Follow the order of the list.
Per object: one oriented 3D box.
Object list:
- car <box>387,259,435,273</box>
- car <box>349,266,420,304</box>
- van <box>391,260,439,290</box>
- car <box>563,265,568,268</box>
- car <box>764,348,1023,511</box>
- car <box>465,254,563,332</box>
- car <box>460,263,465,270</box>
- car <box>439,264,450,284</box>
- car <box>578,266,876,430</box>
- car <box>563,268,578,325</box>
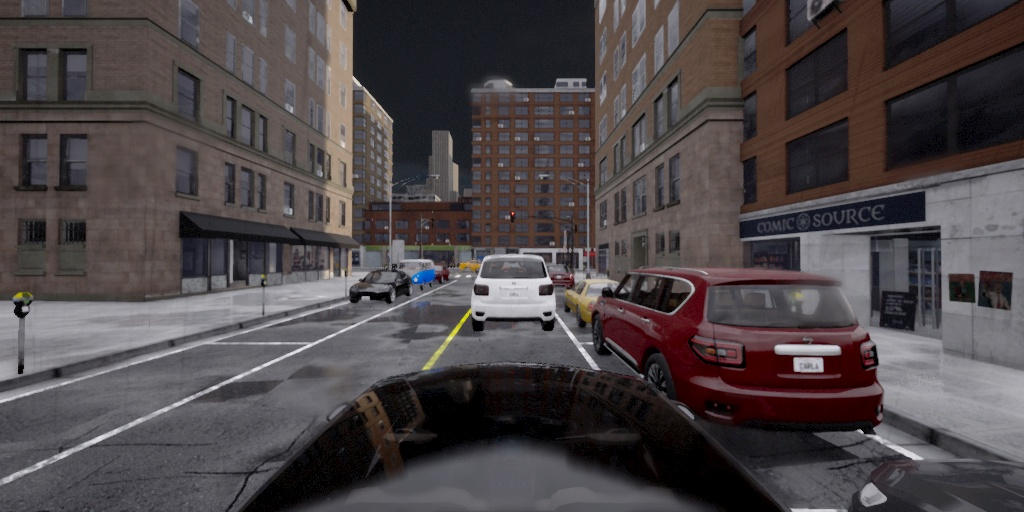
[{"bbox_3d":[-11.335,1.156,40.396,4.892,1.490,1.837,0,-1,0],"label":"car"},{"bbox_3d":[-5.883,1.324,16.576,1.948,1.339,4.313,0,0,0],"label":"car"},{"bbox_3d":[-5.893,1.104,22.058,1.690,1.789,3.998,0,0,0],"label":"van"},{"bbox_3d":[2.633,1.204,22.072,1.967,1.591,4.097,0,0,0],"label":"car"},{"bbox_3d":[2.672,1.301,0.142,2.007,1.370,4.403,0,0,0],"label":"car"},{"bbox_3d":[0.015,0.976,11.080,2.150,2.045,5.566,0,0,-1],"label":"car"},{"bbox_3d":[-3.848,1.219,43.613,5.008,1.535,1.882,0,-1,0],"label":"car"},{"bbox_3d":[-5.903,1.314,27.540,1.888,1.381,4.507,0,0,0],"label":"car"},{"bbox_3d":[2.663,1.066,5.624,2.192,1.841,5.009,0,0,0],"label":"car"},{"bbox_3d":[2.652,1.279,11.277,1.751,1.417,4.829,0,0,0],"label":"car"}]
